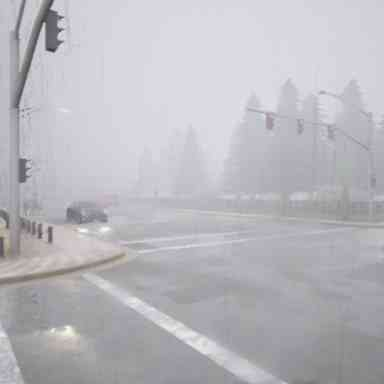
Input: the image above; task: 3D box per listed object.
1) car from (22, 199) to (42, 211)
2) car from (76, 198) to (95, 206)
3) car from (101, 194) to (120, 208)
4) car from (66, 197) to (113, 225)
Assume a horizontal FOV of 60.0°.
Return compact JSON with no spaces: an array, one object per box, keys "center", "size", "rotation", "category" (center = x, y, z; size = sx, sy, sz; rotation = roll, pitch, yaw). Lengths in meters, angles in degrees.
[{"center":[-21.297,1.683,44.239],"size":[1.837,1.490,4.892],"rotation":[0,-1,-35],"category":"car"},{"center":[-19.020,1.794,59.312],"size":[1.895,1.301,4.718],"rotation":[0,0,-35],"category":"car"},{"center":[-12.850,1.386,50.654],"size":[2.150,2.045,5.566],"rotation":[0,0,-35],"category":"car"},{"center":[-8.078,1.466,25.447],"size":[2.097,1.767,4.553],"rotation":[0,0,-35],"category":"car"}]
